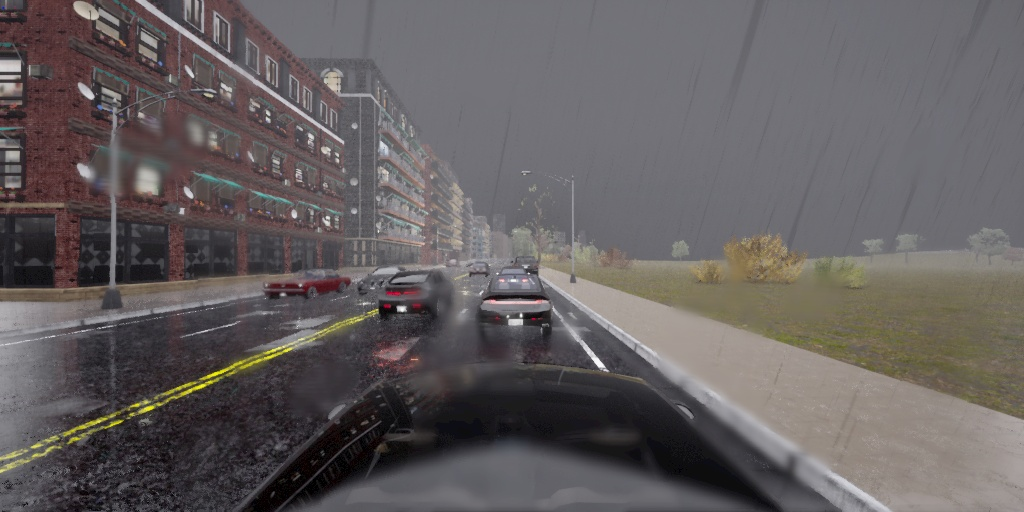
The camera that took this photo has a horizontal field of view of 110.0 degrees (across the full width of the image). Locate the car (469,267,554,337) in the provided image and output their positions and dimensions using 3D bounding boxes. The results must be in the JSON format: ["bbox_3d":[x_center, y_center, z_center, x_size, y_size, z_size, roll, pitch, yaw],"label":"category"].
[{"bbox_3d":[0.085,1.243,10.300,2.128,1.511,4.902,0,0,0],"label":"car"}]

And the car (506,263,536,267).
[{"bbox_3d":[0.068,1.301,20.740,2.033,1.411,5.357,0,0,0],"label":"car"}]

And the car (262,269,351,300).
[{"bbox_3d":[-9.878,1.353,17.659,1.895,1.301,4.718,0,0,0],"label":"car"}]

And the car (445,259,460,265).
[{"bbox_3d":[-9.938,1.278,60.079,1.812,1.442,4.674,0,0,0],"label":"car"}]

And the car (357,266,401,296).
[{"bbox_3d":[-6.647,1.279,19.424,1.812,1.442,4.674,0,0,0],"label":"car"}]

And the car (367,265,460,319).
[{"bbox_3d":[-3.171,1.258,12.744,1.837,1.490,4.892,0,0,0],"label":"car"}]

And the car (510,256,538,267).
[{"bbox_3d":[1.082,0.979,30.952,2.150,2.045,5.566,0,0,0],"label":"car"}]

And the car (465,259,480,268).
[{"bbox_3d":[-6.685,1.300,61.619,2.033,1.411,5.357,0,0,0],"label":"car"}]

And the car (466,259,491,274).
[{"bbox_3d":[-3.214,1.302,36.077,2.033,1.411,5.357,0,0,0],"label":"car"}]
